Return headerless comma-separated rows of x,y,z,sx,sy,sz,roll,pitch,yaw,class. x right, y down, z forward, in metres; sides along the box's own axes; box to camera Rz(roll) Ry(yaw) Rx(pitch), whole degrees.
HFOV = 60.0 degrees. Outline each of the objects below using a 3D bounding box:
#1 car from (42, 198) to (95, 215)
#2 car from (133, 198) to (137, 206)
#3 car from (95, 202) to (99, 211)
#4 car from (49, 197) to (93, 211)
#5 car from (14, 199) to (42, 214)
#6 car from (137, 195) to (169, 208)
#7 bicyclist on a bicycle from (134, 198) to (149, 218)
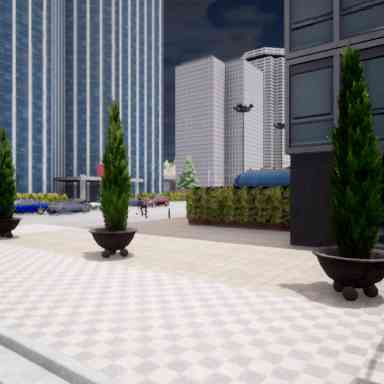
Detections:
-12.365,1.573,33.612,1.994,1.385,4.181,0,0,35,car
-9.288,1.559,50.511,2.033,1.411,5.357,0,0,35,car
-11.338,1.612,41.516,1.895,1.301,4.718,0,0,35,car
-15.216,1.490,42.086,1.882,1.535,5.008,0,0,35,car
-17.048,1.488,33.383,1.882,1.535,5.008,0,0,35,car
-5.490,1.363,49.817,2.097,1.767,4.553,0,0,35,car
-4.075,1.307,26.657,1.656,1.620,0.582,0,0,35,bicyclist on a bicycle
